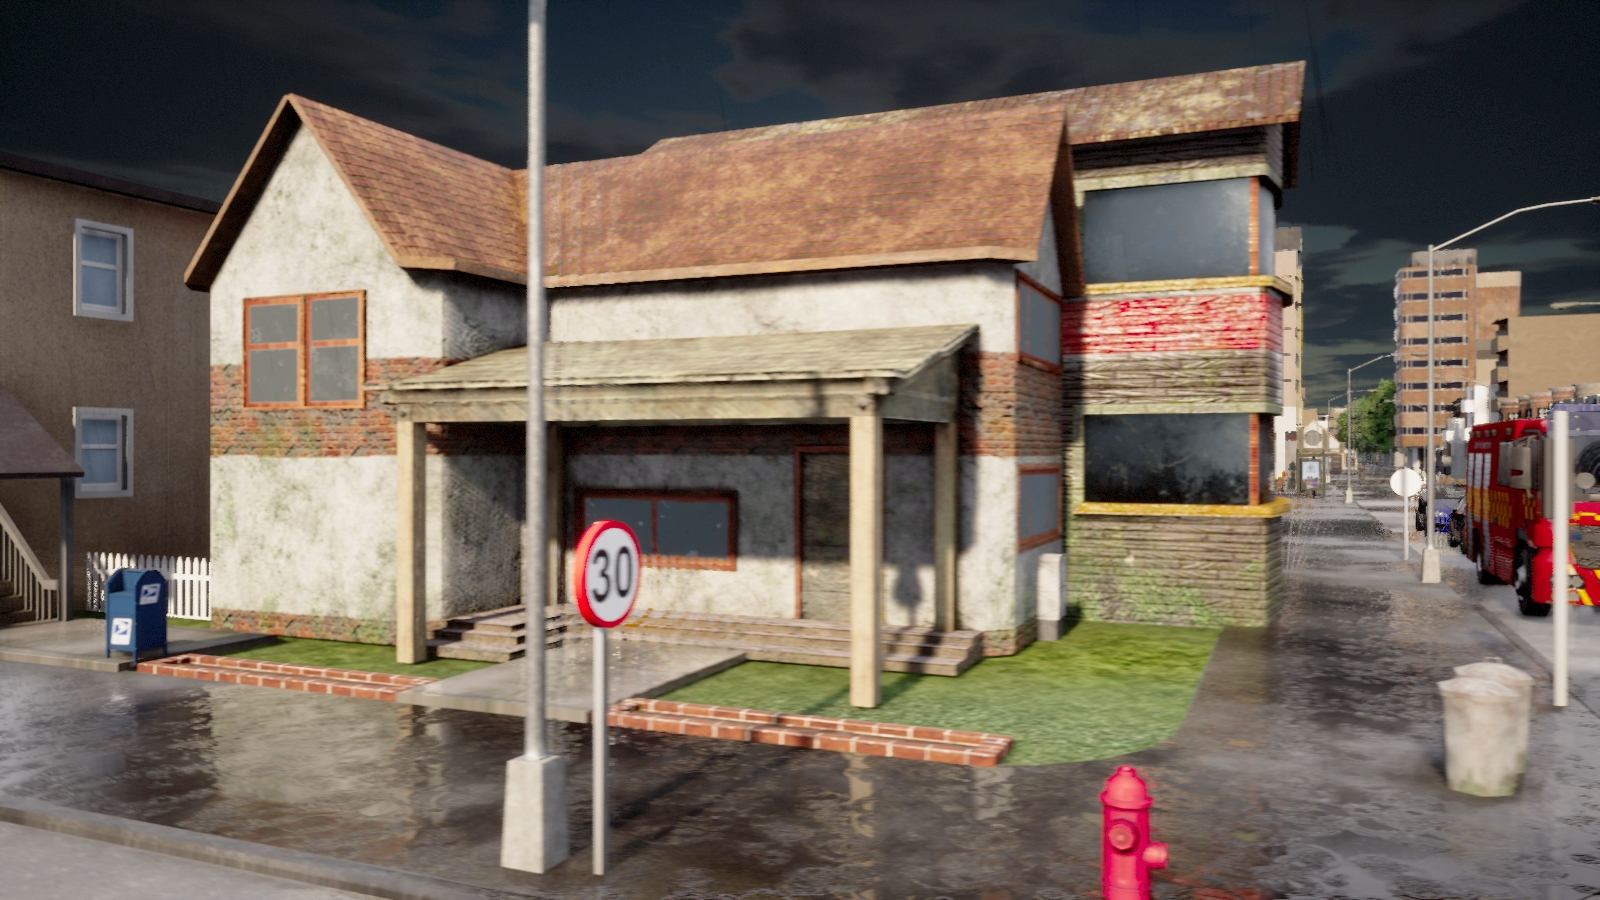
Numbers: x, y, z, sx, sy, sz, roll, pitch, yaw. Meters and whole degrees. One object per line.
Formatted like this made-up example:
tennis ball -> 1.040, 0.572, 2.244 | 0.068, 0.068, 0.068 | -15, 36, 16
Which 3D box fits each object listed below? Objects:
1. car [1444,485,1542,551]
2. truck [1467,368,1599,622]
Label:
car -> 19.055, 1.818, 31.565 | 1.789, 1.549, 3.705 | 0, 0, 23
truck -> 14.426, 0.685, 20.864 | 2.891, 3.827, 8.468 | 0, 0, 23
